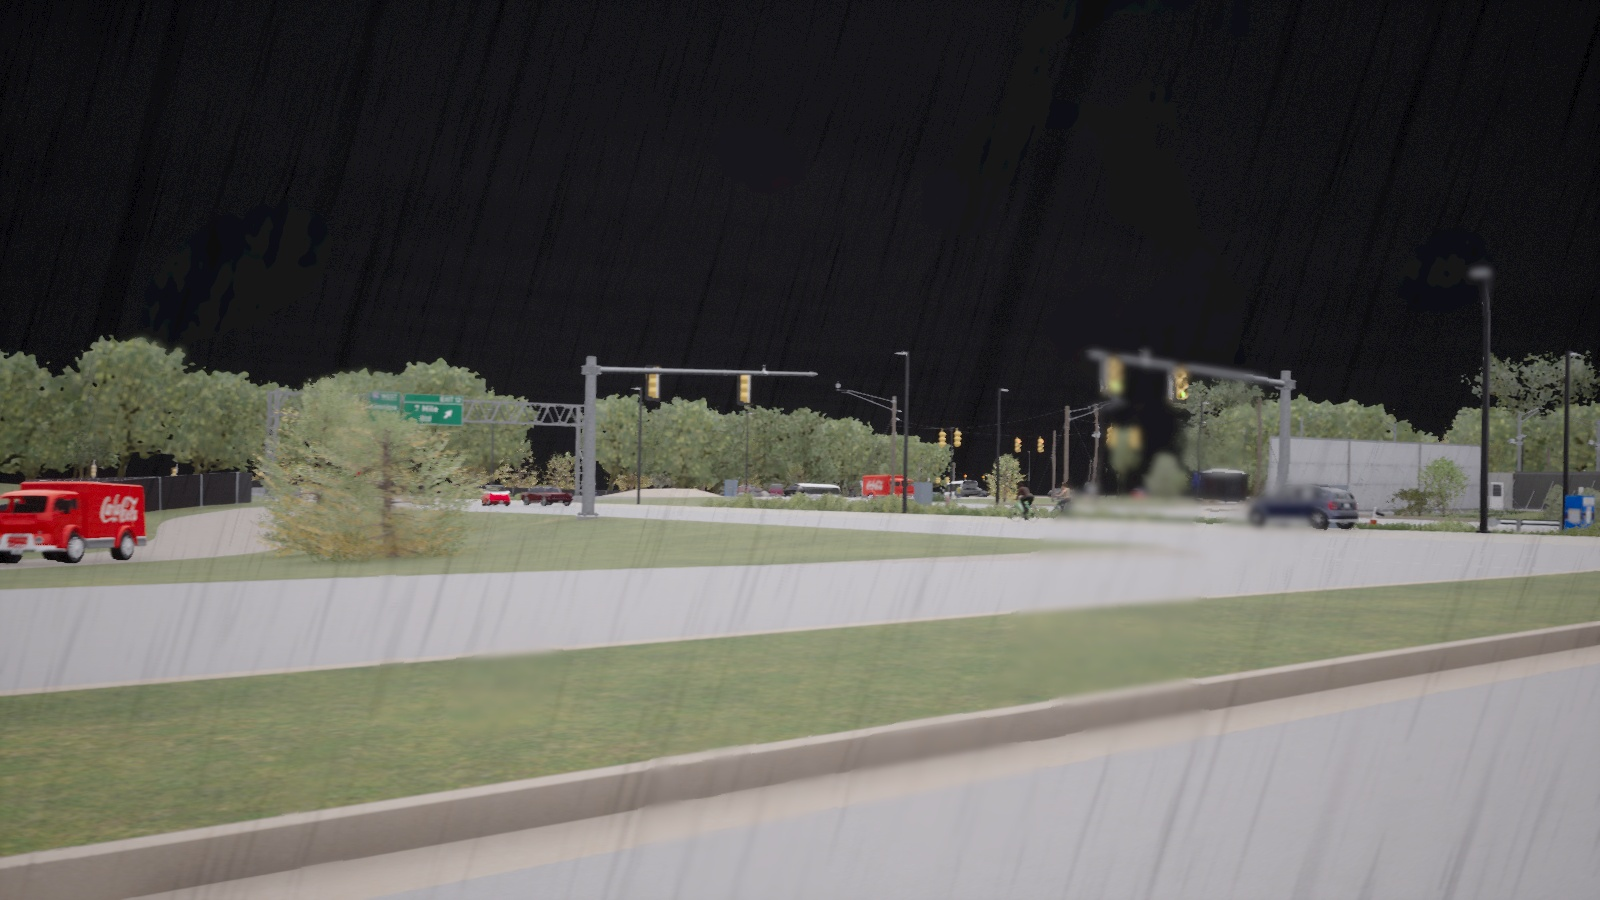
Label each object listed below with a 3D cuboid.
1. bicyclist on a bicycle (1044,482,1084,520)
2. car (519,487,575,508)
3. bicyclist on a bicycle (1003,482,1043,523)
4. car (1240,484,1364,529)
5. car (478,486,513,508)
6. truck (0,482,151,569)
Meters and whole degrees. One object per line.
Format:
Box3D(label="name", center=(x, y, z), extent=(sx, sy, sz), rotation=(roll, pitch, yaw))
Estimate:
Box3D(label="bicyclist on a bicycle", center=(11.350, 2.194, 54.061), extent=(0.866, 1.612, 1.509), rotation=(1, -2, -34))
Box3D(label="car", center=(-16.640, 3.117, 82.526), extent=(1.895, 1.301, 4.718), rotation=(1, -2, -34))
Box3D(label="bicyclist on a bicycle", center=(9.089, 2.125, 51.185), extent=(0.582, 1.620, 1.656), rotation=(1, -2, -34))
Box3D(label="car", center=(17.795, 1.980, 44.673), extent=(1.789, 1.549, 3.705), rotation=(1, -2, -34))
Box3D(label="car", center=(-19.578, 3.012, 80.624), extent=(1.481, 1.376, 2.207), rotation=(1, -2, -34))
Box3D(label="truck", center=(-22.560, 2.312, 38.599), extent=(2.627, 2.467, 5.204), rotation=(-1, -3, -2))
